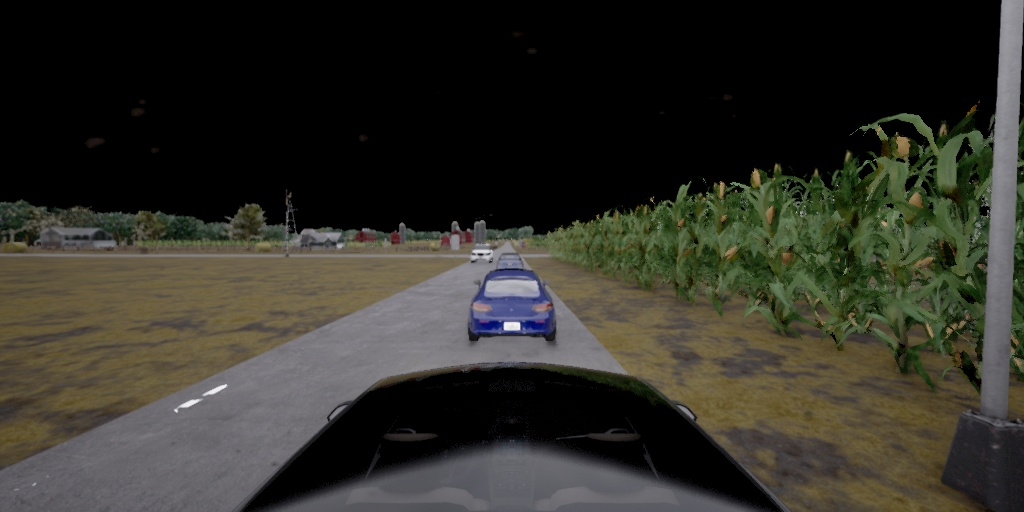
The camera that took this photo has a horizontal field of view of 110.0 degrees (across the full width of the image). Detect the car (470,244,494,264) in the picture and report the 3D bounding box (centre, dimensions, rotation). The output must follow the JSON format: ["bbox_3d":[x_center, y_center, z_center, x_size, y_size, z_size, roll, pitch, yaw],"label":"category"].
[{"bbox_3d":[-3.161,-0.299,38.512,2.150,2.045,5.566,0,2,0],"label":"car"}]

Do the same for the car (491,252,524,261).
[{"bbox_3d":[-0.141,0.479,25.418,2.033,1.411,5.357,0,2,0],"label":"car"}]

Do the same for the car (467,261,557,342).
[{"bbox_3d":[-0.004,1.031,8.843,1.812,1.442,4.674,0,2,0],"label":"car"}]
